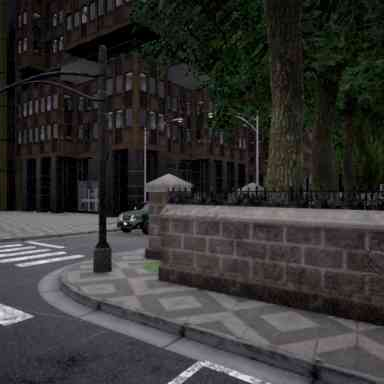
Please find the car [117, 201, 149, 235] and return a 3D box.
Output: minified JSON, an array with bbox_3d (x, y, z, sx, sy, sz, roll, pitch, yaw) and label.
[{"bbox_3d":[-2.364,1.584,22.003,2.150,2.045,5.566,0,-1,35],"label":"car"}]
